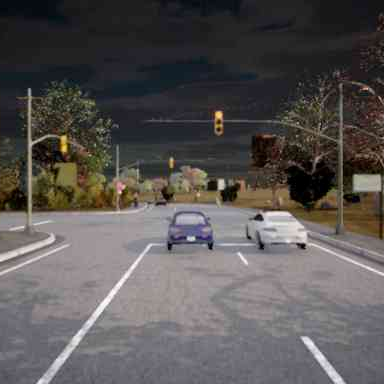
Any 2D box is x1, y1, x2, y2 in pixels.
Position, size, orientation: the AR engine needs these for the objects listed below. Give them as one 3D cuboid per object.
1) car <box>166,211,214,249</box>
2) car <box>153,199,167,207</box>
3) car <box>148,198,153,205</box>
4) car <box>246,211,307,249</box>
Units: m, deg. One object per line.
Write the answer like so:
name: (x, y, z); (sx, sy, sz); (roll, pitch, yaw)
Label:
car: (-0.137, 1.540, 14.430); (1.812, 1.442, 4.674); (0, 0, -3)
car: (-5.597, 1.999, 60.926); (1.895, 1.301, 4.718); (0, -1, -8)
car: (-9.004, 2.259, 76.198); (1.837, 1.490, 4.892); (0, -1, -16)
car: (3.524, 1.541, 14.422); (1.812, 1.442, 4.674); (0, 0, 0)
